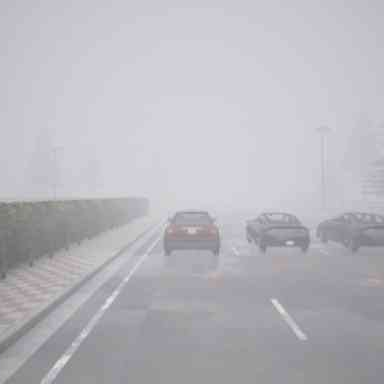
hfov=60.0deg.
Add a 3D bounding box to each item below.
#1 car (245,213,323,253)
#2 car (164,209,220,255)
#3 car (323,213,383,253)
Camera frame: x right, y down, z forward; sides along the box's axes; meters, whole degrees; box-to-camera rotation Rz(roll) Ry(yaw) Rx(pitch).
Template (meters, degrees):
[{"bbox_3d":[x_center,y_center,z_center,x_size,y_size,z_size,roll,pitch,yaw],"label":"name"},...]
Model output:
[{"bbox_3d":[3.501,1.626,14.299,2.128,1.511,4.902,0,0,0],"label":"car"},{"bbox_3d":[-0.001,1.482,14.084,2.097,1.767,4.553,0,-1,0],"label":"car"},{"bbox_3d":[7.000,1.626,14.298,2.128,1.511,4.902,0,0,0],"label":"car"}]
